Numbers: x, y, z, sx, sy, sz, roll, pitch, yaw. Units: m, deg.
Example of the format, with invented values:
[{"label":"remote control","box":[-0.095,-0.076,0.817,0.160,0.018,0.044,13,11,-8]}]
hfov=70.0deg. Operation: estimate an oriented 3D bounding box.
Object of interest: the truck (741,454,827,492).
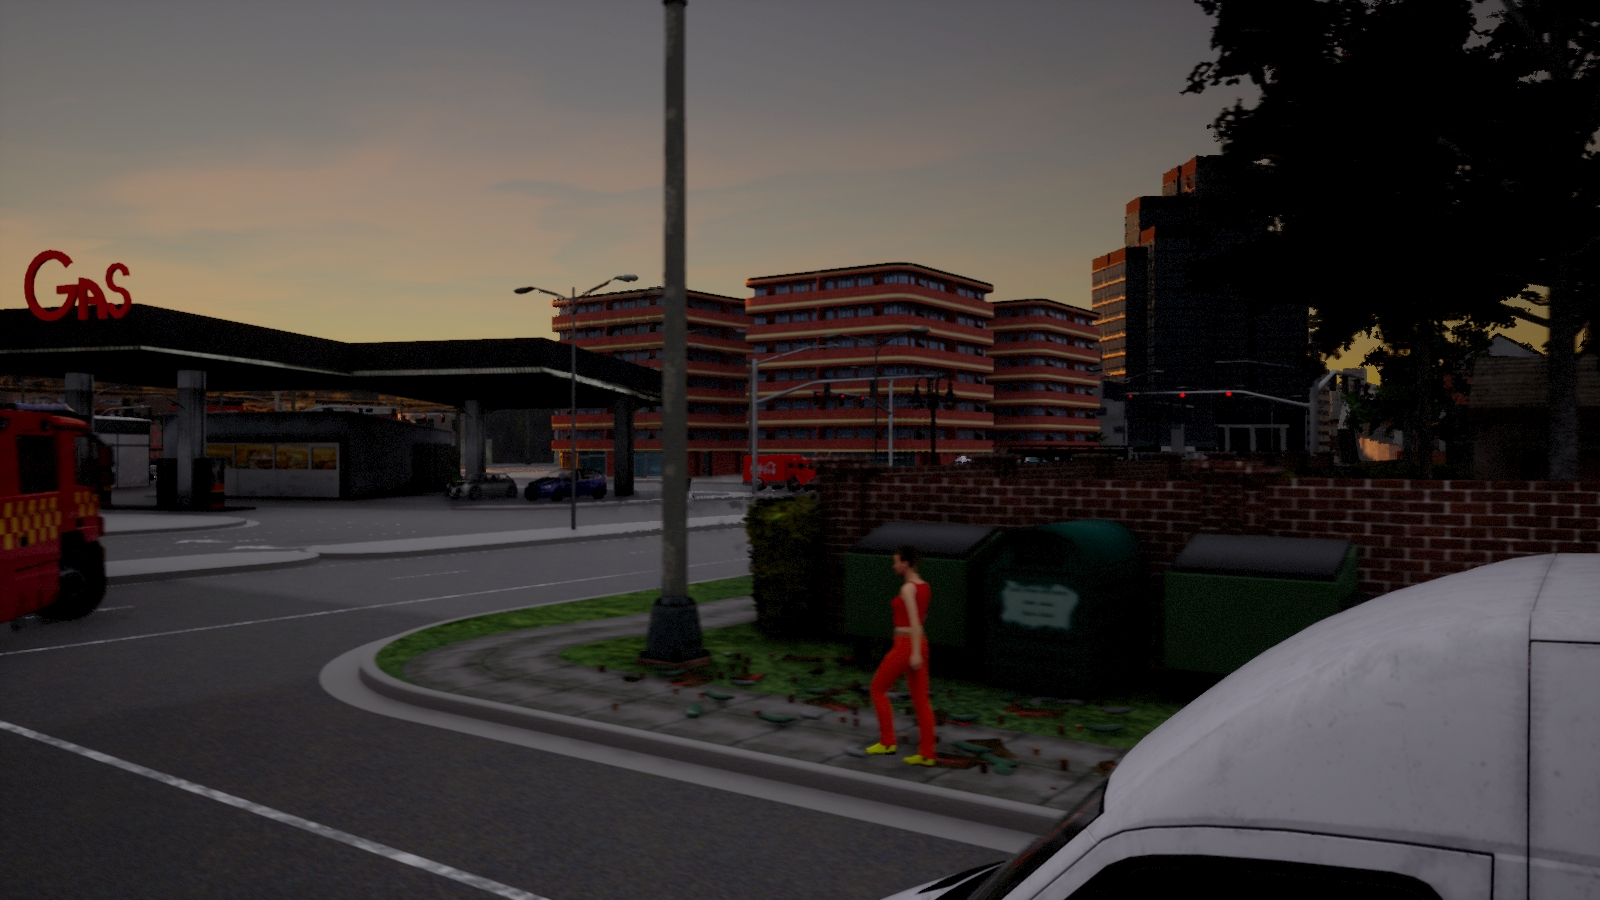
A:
[{"label":"truck","box":[-1.083,1.544,76.774,5.204,2.467,2.627,-1,-1,34]}]

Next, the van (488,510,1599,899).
[{"label":"van","box":[2.128,1.533,2.289,5.915,2.561,1.988,0,0,35]}]

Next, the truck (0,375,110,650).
[{"label":"truck","box":[-12.720,0.874,16.192,2.891,3.827,8.468,0,0,-16]}]

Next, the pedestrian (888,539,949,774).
[{"label":"pedestrian","box":[0.984,1.691,9.488,0.375,1.860,0.375,0,0,31]}]

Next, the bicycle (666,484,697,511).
[{"label":"bicycle","box":[-5.458,2.170,52.765,0.329,1.196,1.835,0,0,34]}]
